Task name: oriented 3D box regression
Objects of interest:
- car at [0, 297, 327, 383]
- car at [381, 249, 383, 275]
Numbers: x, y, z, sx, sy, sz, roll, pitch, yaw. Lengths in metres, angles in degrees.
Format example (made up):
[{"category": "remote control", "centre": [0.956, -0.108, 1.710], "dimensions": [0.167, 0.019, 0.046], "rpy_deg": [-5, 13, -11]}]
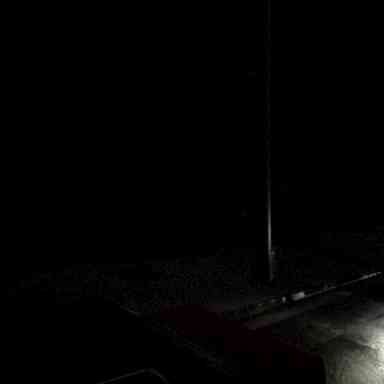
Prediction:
[{"category": "car", "centre": [-1.235, 1.615, 2.159], "dimensions": [4.718, 1.301, 1.895], "rpy_deg": [0, 0, -37]}, {"category": "car", "centre": [6.900, 1.222, 8.250], "dimensions": [5.566, 2.045, 2.150], "rpy_deg": [0, 0, -37]}]
